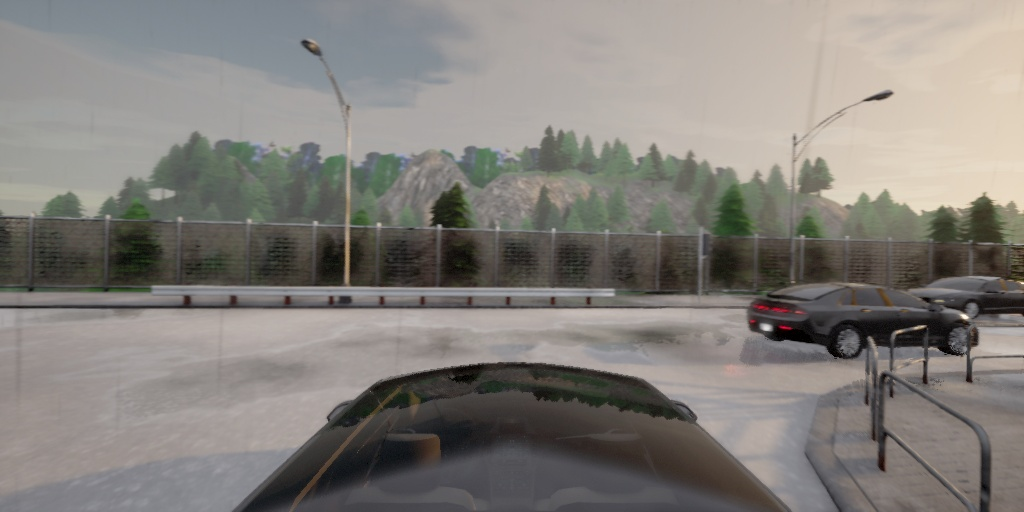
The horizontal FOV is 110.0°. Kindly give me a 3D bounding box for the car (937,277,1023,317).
[{"bbox_3d":[17.644,1.556,13.787,4.892,1.490,1.837,1,0,-7],"label":"car"}]

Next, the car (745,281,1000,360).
[{"bbox_3d":[8.044,1.389,8.365,4.892,1.490,1.837,1,-1,-9],"label":"car"}]
